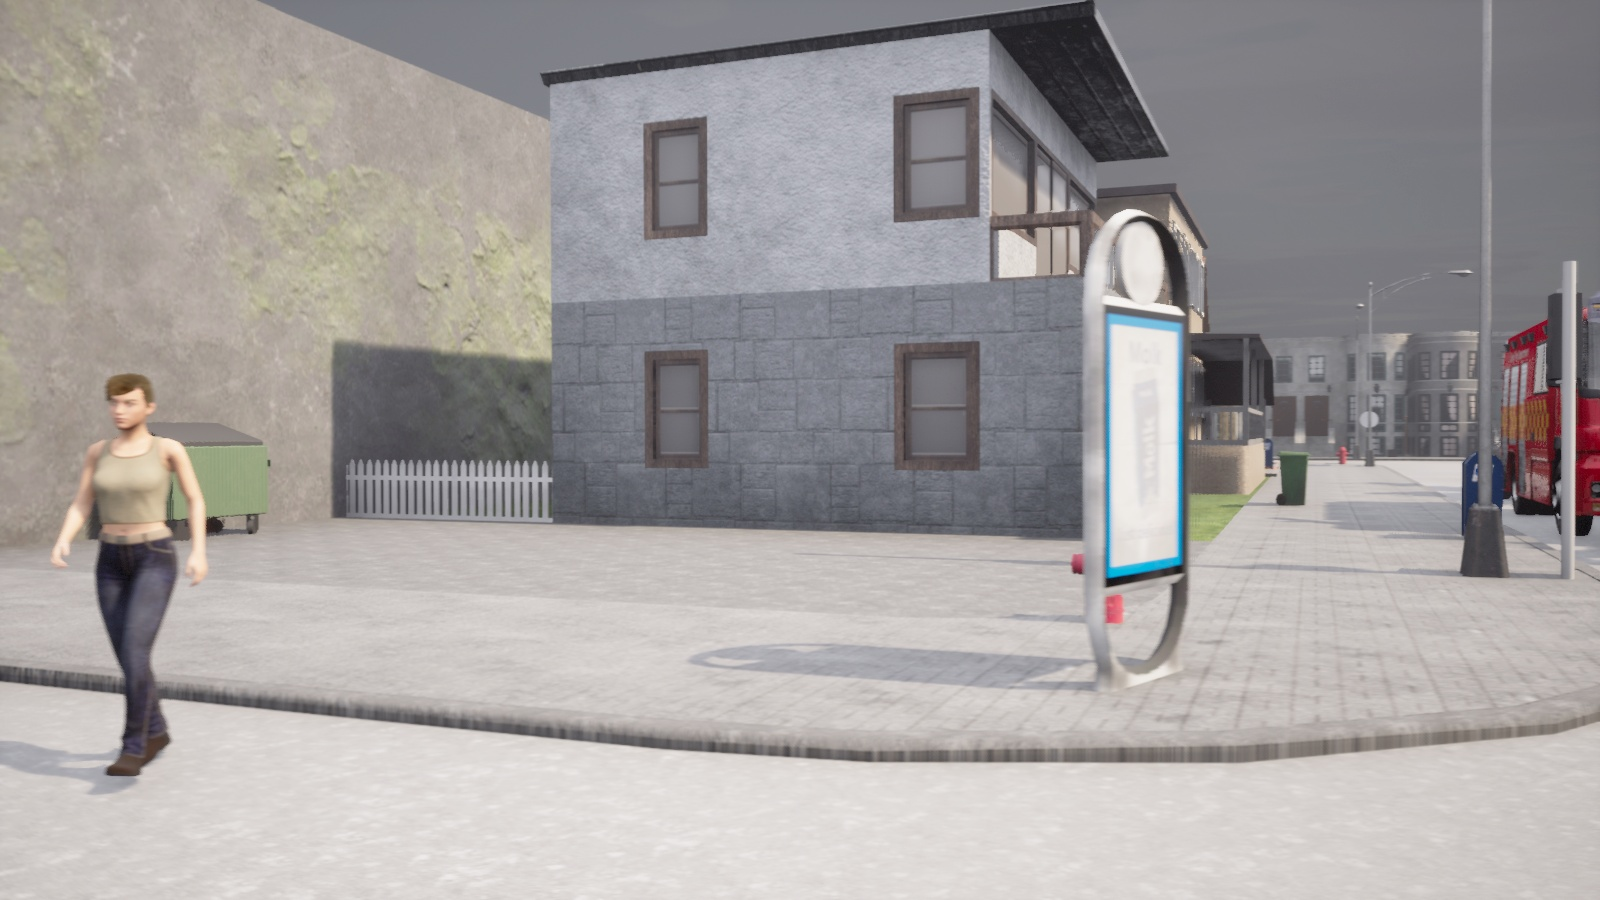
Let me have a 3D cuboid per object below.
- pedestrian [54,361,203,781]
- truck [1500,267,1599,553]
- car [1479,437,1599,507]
[{"bbox_3d":[-3.079,0.526,5.795,0.345,1.836,0.594,0,1,3],"label":"pedestrian"},{"bbox_3d":[13.471,-0.567,20.245,2.891,3.827,8.468,1,1,23],"label":"truck"},{"bbox_3d":[17.073,0.454,29.060,1.970,1.475,3.806,1,1,22],"label":"car"}]
